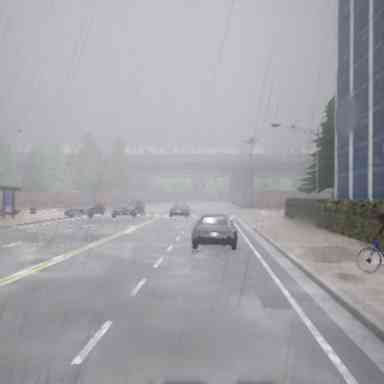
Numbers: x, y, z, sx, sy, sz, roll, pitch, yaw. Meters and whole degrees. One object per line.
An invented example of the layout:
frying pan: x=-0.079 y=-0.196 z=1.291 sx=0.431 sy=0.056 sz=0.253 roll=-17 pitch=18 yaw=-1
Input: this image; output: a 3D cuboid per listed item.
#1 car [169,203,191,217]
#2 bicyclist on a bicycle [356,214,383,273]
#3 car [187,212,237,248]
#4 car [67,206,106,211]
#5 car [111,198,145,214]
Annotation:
car: x=-1.211 y=1.862 z=34.958 sx=1.994 sy=1.385 sz=4.181 roll=1 pitch=0 yaw=4
bicyclist on a bicycle: x=5.360 y=1.440 z=9.141 sx=1.656 sy=1.620 sz=0.582 roll=1 pitch=0 yaw=4
car: x=1.045 y=1.718 z=15.597 sx=1.994 sy=1.385 sz=4.181 roll=1 pitch=-1 yaw=4
car: x=-8.765 y=1.321 z=28.096 sx=2.033 sy=1.411 sz=5.357 roll=1 pitch=-1 yaw=4
car: x=-5.269 y=1.171 z=27.901 sx=2.097 sy=1.767 sz=4.553 roll=1 pitch=-1 yaw=4
